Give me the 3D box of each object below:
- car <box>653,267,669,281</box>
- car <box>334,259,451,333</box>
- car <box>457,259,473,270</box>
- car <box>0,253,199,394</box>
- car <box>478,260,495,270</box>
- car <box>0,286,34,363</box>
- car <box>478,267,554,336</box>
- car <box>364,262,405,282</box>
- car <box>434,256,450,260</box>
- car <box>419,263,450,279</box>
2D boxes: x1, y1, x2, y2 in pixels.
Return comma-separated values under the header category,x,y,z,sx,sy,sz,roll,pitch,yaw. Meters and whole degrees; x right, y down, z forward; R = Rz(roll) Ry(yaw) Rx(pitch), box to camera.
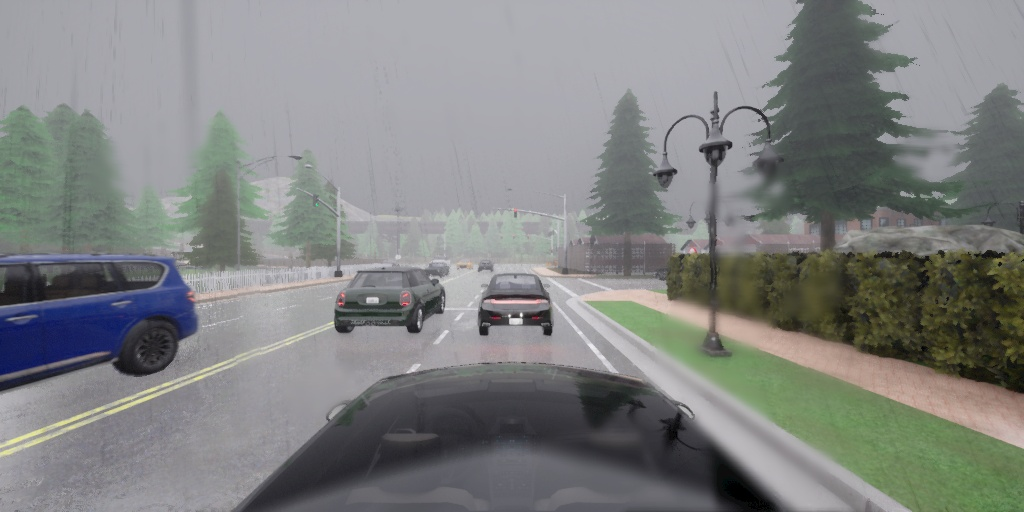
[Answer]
category,x,y,z,sx,sy,sz,roll,pitch,yaw
car,13.258,1.202,27.238,4.902,1.511,2.128,0,0,-1
car,-3.395,1.102,10.876,2.097,1.767,4.553,0,0,0
car,-6.893,1.247,53.009,1.882,1.535,5.008,0,0,0
car,-7.094,0.971,4.540,2.150,2.045,5.566,0,0,0
car,-3.308,1.254,46.003,1.837,1.490,4.892,0,0,0
car,-10.594,1.297,4.505,2.033,1.411,5.357,0,0,0
car,0.101,1.241,10.394,2.128,1.511,4.902,0,0,0
car,-10.527,1.275,30.037,1.812,1.442,4.674,0,0,0
car,-10.394,0.956,52.880,2.150,2.045,5.566,0,0,0
car,-7.033,1.350,33.035,1.895,1.301,4.718,0,0,0
